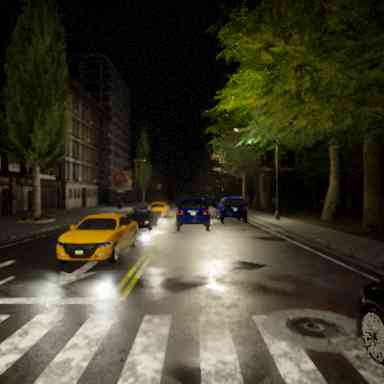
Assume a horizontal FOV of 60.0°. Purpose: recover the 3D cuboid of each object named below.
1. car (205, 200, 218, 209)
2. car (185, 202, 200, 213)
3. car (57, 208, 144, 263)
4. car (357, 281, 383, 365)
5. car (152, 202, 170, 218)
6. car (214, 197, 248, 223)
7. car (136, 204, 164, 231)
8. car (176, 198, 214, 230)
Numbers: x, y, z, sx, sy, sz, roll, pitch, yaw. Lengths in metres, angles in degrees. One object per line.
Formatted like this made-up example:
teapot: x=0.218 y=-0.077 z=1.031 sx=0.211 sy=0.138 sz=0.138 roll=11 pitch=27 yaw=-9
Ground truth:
car: x=3.281 y=2.062 z=56.272 sx=1.837 sy=1.490 sz=4.892 roll=0 pitch=-1 yaw=0
car: x=0.045 y=2.028 z=44.911 sx=1.895 sy=1.301 sz=4.718 roll=0 pitch=-1 yaw=0
car: x=-3.342 y=1.587 z=12.633 sx=1.882 sy=1.535 sz=5.008 roll=0 pitch=-1 yaw=2
car: x=3.347 y=1.518 z=2.979 sx=2.128 sy=1.511 sz=4.902 roll=0 pitch=0 yaw=0
car: x=-3.345 y=1.783 z=33.510 sx=1.882 sy=1.535 sz=5.008 roll=0 pitch=0 yaw=1
car: x=3.314 y=1.473 z=28.234 sx=2.150 sy=2.045 sz=5.566 roll=0 pitch=-1 yaw=0
car: x=-3.350 y=1.745 z=22.526 sx=2.033 sy=1.411 sz=5.357 roll=0 pitch=-1 yaw=0
car: x=0.073 y=1.419 z=22.567 sx=2.150 sy=2.045 sz=5.566 roll=0 pitch=-1 yaw=0
